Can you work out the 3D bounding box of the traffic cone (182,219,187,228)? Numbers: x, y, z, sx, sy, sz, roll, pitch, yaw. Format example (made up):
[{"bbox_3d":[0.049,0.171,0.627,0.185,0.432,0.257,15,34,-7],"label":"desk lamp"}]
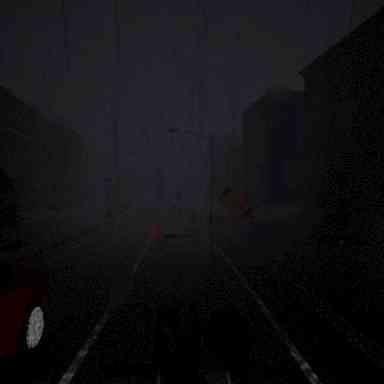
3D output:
[{"bbox_3d":[-0.530,2.284,24.139,0.340,0.580,0.340,0,-2,-4],"label":"traffic cone"}]

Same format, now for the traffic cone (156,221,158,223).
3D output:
[{"bbox_3d":[-2.205,2.187,19.991,0.340,0.580,0.340,0,-1,-5],"label":"traffic cone"}]

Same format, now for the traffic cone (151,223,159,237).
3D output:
[{"bbox_3d":[-2.046,2.142,17.997,0.340,0.580,0.340,0,-1,-5],"label":"traffic cone"}]

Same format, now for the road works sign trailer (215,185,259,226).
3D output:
[{"bbox_3d":[3.287,1.253,23.888,2.380,2.880,3.560,46,22,21],"label":"road works sign trailer"}]

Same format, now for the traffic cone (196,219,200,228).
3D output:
[{"bbox_3d":[0.465,2.280,24.218,0.340,0.580,0.340,0,-2,-5],"label":"traffic cone"}]

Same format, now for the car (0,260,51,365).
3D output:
[{"bbox_3d":[-3.147,1.496,3.307,1.882,1.535,5.008,0,0,-1],"label":"car"}]
